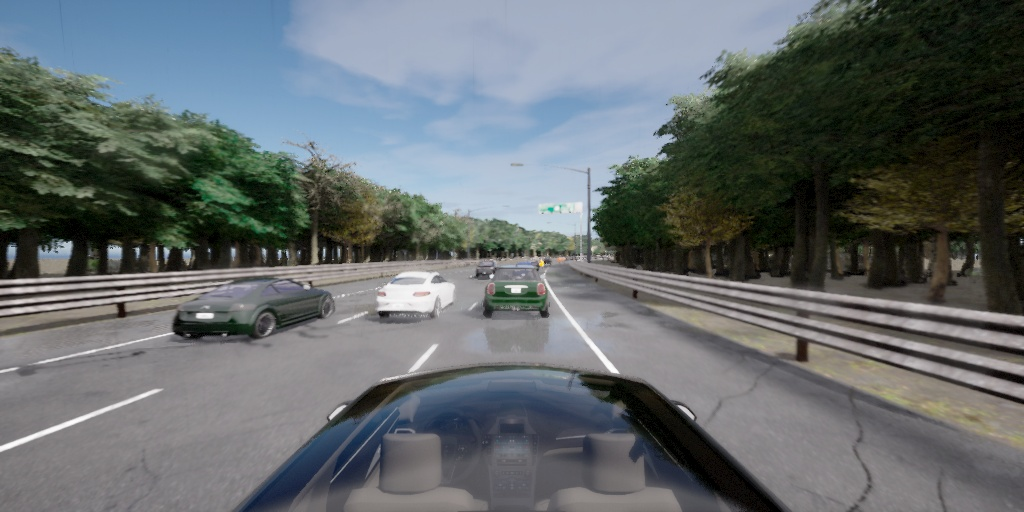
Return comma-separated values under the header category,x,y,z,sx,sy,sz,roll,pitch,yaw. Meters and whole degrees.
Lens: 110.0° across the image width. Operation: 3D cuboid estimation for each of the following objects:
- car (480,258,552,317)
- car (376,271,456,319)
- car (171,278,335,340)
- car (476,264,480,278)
category,x,y,z,sx,sy,sz,roll,pitch,yaw
car,0.198,1.100,13.334,2.097,1.767,4.553,0,0,2
car,-3.221,1.266,12.682,1.812,1.442,4.674,0,0,2
car,-6.781,1.298,9.984,1.994,1.385,4.181,0,0,2
car,-2.117,1.217,32.973,2.128,1.511,4.902,0,0,5
